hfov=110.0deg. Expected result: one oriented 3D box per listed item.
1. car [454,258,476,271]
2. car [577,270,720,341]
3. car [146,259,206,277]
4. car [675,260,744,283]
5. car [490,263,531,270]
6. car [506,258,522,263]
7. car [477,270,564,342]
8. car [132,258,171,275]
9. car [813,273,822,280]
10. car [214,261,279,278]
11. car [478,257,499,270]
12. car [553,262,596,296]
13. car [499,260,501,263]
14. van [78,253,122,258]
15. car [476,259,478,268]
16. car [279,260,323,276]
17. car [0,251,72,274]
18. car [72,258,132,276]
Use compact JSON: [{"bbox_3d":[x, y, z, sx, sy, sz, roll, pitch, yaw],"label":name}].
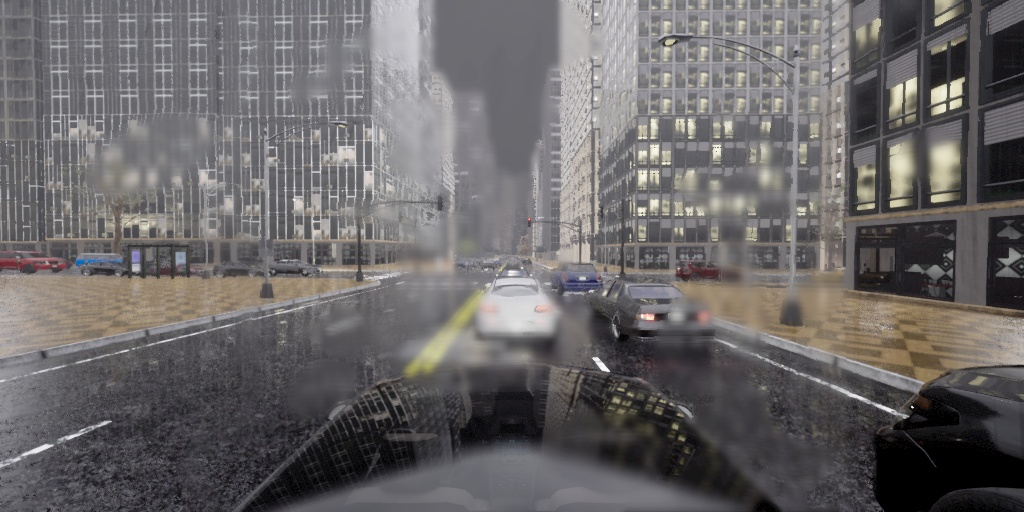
[{"bbox_3d":[-6.583,1.068,49.273,2.097,1.767,4.553,0,0,1],"label":"car"},{"bbox_3d":[3.359,1.294,9.810,2.033,1.411,5.357,0,0,0],"label":"car"},{"bbox_3d":[-28.390,1.138,30.438,4.207,1.307,1.802,0,0,1],"label":"car"},{"bbox_3d":[16.218,1.269,29.739,5.009,1.841,2.192,0,0,1],"label":"car"},{"bbox_3d":[0.114,1.288,18.916,2.033,1.411,5.357,0,0,0],"label":"car"},{"bbox_3d":[0.142,1.198,59.074,2.128,1.511,4.902,0,0,0],"label":"car"},{"bbox_3d":[0.106,1.272,9.671,1.812,1.442,4.674,0,0,0],"label":"car"},{"bbox_3d":[-31.441,0.962,33.194,5.008,1.535,1.882,0,1,1],"label":"car"},{"bbox_3d":[27.666,1.579,29.532,4.829,1.417,1.751,0,0,1],"label":"car"},{"bbox_3d":[-22.707,1.174,30.300,4.313,1.339,1.948,0,0,1],"label":"car"},{"bbox_3d":[-3.299,1.262,51.255,2.033,1.411,5.357,0,0,0],"label":"car"},{"bbox_3d":[3.365,1.093,19.195,2.097,1.767,4.553,0,0,0],"label":"car"},{"bbox_3d":[-3.276,1.304,61.015,1.895,1.301,4.718,0,0,0],"label":"car"},{"bbox_3d":[-45.255,0.605,39.286,3.998,1.789,1.690,0,0,1],"label":"van"},{"bbox_3d":[-6.537,1.211,58.370,1.837,1.490,4.892,0,0,0],"label":"car"},{"bbox_3d":[-20.001,1.080,32.950,4.902,1.511,2.128,1,1,1],"label":"car"},{"bbox_3d":[-45.386,0.579,33.514,5.566,2.045,2.150,0,1,2],"label":"car"},{"bbox_3d":[-34.071,1.069,30.616,4.313,1.339,1.948,0,0,1],"label":"car"}]
